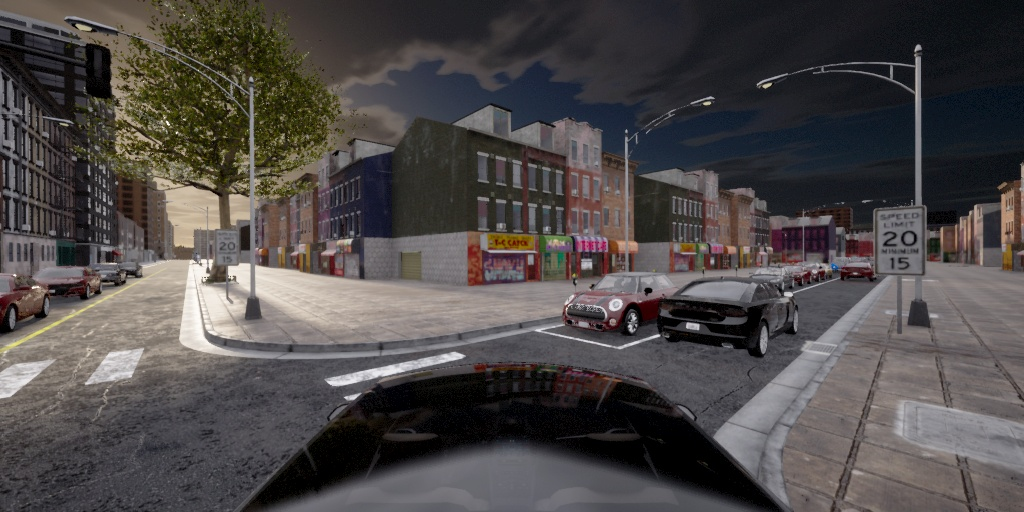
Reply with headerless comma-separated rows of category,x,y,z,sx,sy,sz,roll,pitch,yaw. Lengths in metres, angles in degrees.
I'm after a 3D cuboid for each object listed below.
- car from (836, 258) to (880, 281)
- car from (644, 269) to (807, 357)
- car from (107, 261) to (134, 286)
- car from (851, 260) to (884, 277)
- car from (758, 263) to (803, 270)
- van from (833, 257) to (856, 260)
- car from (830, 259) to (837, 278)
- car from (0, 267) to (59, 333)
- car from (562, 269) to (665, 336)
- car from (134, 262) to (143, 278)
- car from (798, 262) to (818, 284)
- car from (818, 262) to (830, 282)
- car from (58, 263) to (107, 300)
car,28.474,1.207,29.420,5.008,1.535,1.882,0,0,-41
car,5.390,1.228,8.698,5.008,1.535,1.882,0,0,-42
car,-27.948,1.234,24.557,2.128,1.511,4.902,0,0,-42
car,35.987,1.218,36.251,4.902,1.511,2.128,0,0,-42
car,15.389,1.292,21.254,4.403,1.370,2.007,0,0,-42
van,39.613,1.070,43.075,3.998,1.789,1.690,0,0,-42
car,27.375,1.258,32.051,4.829,1.417,1.751,0,0,-42
car,-14.921,1.235,10.016,1.882,1.535,5.008,0,0,-42
car,3.277,1.194,10.344,4.097,1.591,1.967,0,0,-42
car,-35.051,1.244,32.552,1.837,1.490,4.892,0,0,-41
car,19.426,1.283,24.891,4.507,1.381,1.888,0,0,-42
car,23.464,1.175,28.527,4.097,1.591,1.967,0,0,-42
car,-21.258,1.226,17.079,1.882,1.535,5.008,0,0,-42
